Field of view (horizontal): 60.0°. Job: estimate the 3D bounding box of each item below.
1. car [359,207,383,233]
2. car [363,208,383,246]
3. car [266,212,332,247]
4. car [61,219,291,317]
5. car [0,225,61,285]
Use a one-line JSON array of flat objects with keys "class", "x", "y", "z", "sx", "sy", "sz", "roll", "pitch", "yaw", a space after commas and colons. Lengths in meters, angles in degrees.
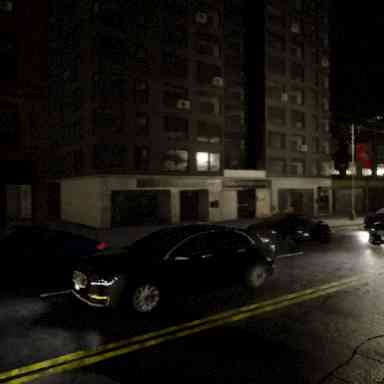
[{"class": "car", "x": 12.283, "y": 1.647, "z": 20.307, "sx": 4.181, "sy": 1.385, "sz": 1.994, "roll": 0, "pitch": 0, "yaw": -35}, {"class": "car", "x": 9.601, "y": 1.553, "z": 14.468, "sx": 4.902, "sy": 1.511, "sz": 2.128, "roll": 0, "pitch": 0, "yaw": -35}, {"class": "car", "x": 4.272, "y": 1.611, "z": 14.676, "sx": 4.181, "sy": 1.385, "sz": 1.994, "roll": 0, "pitch": 0, "yaw": -35}, {"class": "car", "x": -0.139, "y": 1.522, "z": 7.569, "sx": 4.892, "sy": 1.490, "sz": 1.837, "roll": 0, "pitch": 0, "yaw": -35}, {"class": "car", "x": -4.379, "y": 1.568, "z": 8.541, "sx": 4.181, "sy": 1.385, "sz": 1.994, "roll": 0, "pitch": 0, "yaw": -36}]
